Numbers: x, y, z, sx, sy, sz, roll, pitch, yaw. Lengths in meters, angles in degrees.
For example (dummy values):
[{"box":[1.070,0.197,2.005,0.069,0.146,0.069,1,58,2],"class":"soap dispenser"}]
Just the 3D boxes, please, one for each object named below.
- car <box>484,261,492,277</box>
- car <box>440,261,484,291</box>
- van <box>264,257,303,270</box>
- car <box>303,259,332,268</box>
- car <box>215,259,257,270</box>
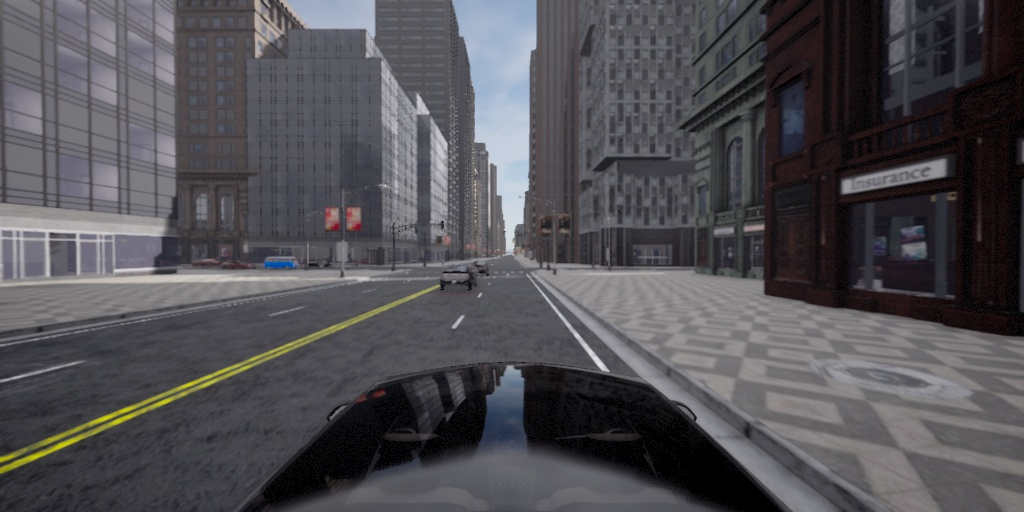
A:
[{"box":[-3.151,1.243,35.741,1.837,1.490,4.892,0,0,0],"class":"car"},{"box":[-3.151,1.232,21.969,2.128,1.511,4.902,0,0,0],"class":"car"},{"box":[-30.550,1.013,47.579,3.998,1.789,1.690,0,0,0],"class":"van"},{"box":[-30.544,1.127,56.104,4.313,1.339,1.948,0,0,0],"class":"car"},{"box":[-36.199,1.224,47.584,4.207,1.307,1.802,0,0,0],"class":"car"}]
